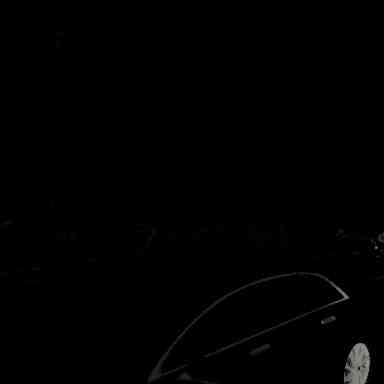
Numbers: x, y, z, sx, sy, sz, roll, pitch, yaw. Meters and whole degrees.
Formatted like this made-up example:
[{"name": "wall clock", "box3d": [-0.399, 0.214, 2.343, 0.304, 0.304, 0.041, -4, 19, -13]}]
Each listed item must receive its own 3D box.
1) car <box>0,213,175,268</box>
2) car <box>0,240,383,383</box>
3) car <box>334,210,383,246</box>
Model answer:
[{"name": "car", "box3d": [-2.464, 1.311, 5.008, 5.009, 1.841, 2.192, 0, 0, -35]}, {"name": "car", "box3d": [0.097, 1.494, 3.447, 4.892, 1.490, 1.837, 0, 0, -35]}, {"name": "car", "box3d": [6.720, 1.377, 11.558, 4.097, 1.590, 1.967, 0, 0, -35]}]
